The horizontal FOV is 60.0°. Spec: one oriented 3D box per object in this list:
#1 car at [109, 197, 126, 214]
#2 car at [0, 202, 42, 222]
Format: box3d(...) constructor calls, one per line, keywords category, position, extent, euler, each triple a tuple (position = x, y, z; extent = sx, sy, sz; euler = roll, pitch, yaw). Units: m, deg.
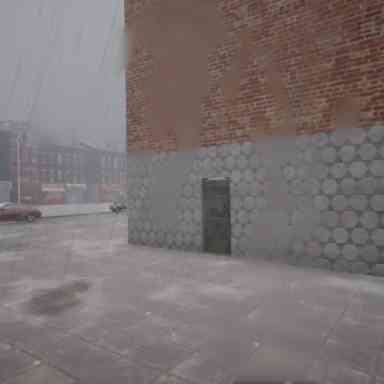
box3d(category="car", position=(-5.642, 1.029, 33.316), extent=(2.150, 2.045, 5.566), euler=(-2, 0, 35))
box3d(category="car", position=(-12.869, 1.471, 23.070), extent=(1.812, 1.442, 4.674), euler=(-2, 0, 37))
